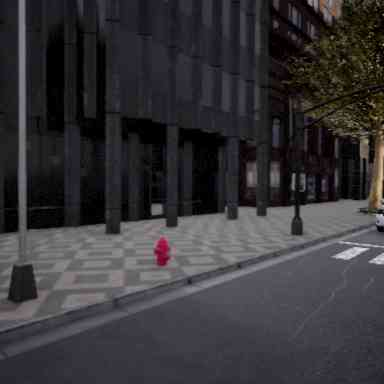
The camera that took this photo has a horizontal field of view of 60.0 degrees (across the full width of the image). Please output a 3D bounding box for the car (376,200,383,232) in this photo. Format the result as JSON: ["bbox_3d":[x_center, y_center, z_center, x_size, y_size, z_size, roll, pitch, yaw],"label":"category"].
[{"bbox_3d":[11.324,0.974,17.270,2.150,2.045,5.566,2,2,42],"label":"car"}]
